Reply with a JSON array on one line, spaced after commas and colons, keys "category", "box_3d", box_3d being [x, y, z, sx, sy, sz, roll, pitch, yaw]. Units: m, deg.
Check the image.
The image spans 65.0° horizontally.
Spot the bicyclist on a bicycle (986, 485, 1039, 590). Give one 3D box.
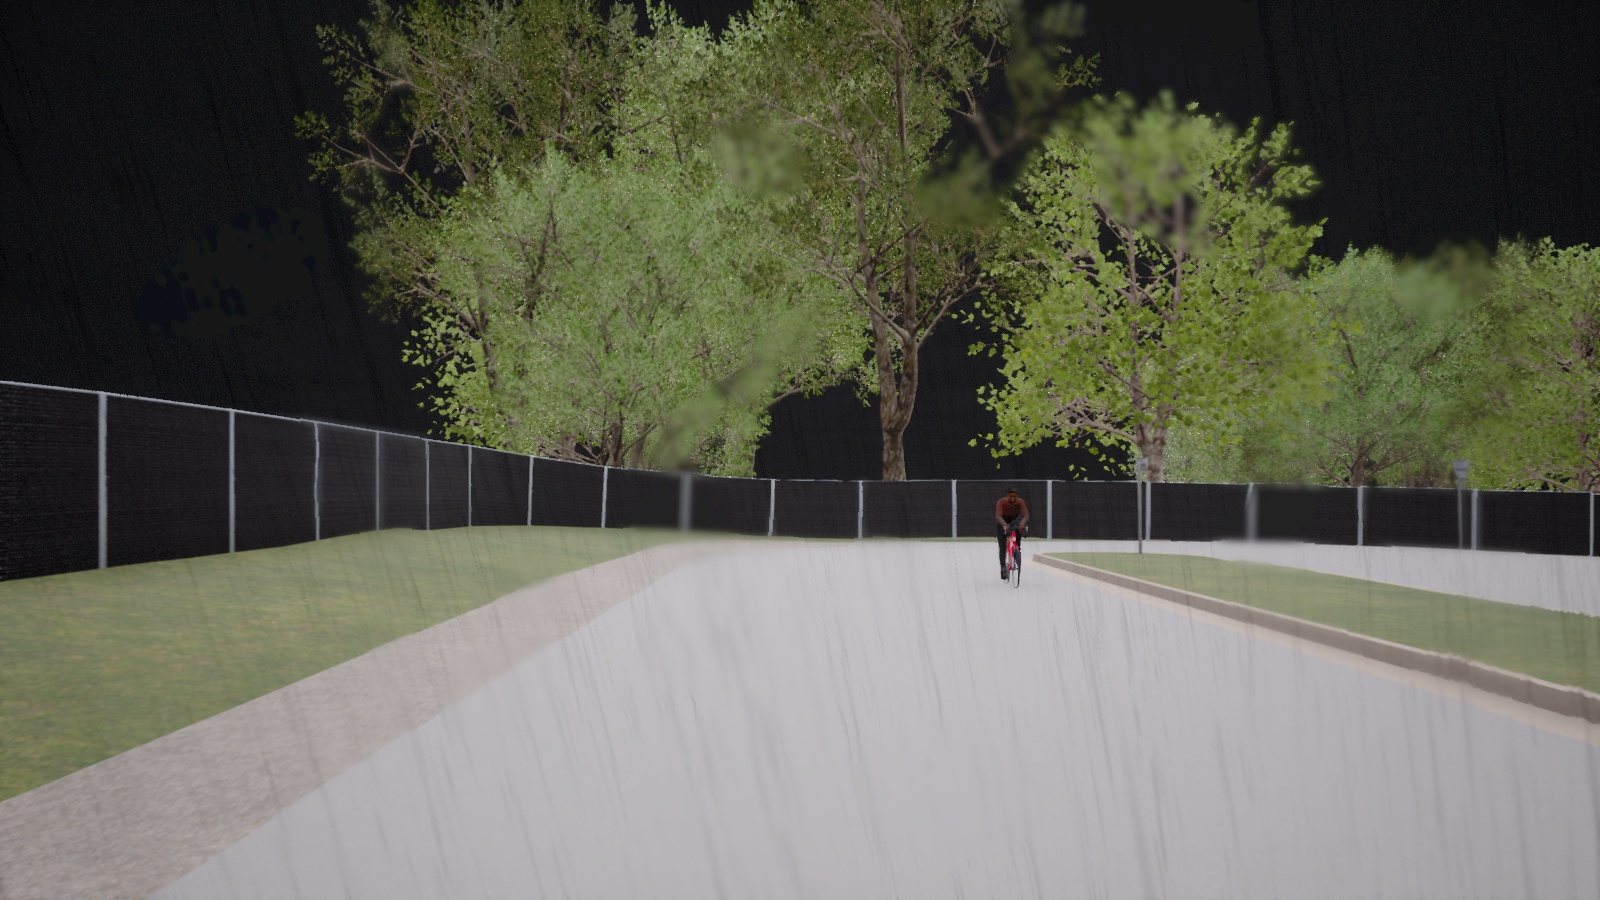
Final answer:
[{"category": "bicyclist on a bicycle", "box_3d": [3.431, 1.388, 20.382, 0.582, 1.620, 1.656, -1, -2, 1]}]
